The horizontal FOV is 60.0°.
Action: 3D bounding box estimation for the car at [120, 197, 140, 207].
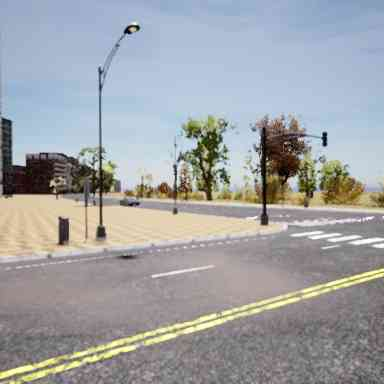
[{"bbox_3d":[-9.911,1.542,52.787,2.033,1.411,5.357,-1,0,-30],"label":"car"}]
